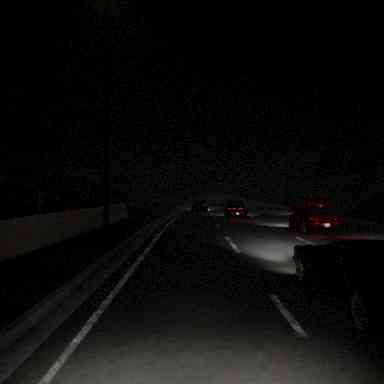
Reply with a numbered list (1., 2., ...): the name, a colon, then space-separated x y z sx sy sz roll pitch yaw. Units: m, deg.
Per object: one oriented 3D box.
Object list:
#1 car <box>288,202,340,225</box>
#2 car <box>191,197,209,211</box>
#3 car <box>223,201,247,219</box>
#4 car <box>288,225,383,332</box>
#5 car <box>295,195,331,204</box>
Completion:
1. car: 7.154 1.580 19.845 1.812 1.442 4.674 0 0 1
2. car: 0.956 1.677 41.696 1.994 1.385 4.181 0 0 3
3. car: 3.938 1.588 30.488 1.837 1.490 4.892 0 0 2
4. car: 3.600 1.620 6.784 1.895 1.301 4.718 0 0 0
5. car: 10.927 1.305 30.621 2.150 2.045 5.566 0 0 2
